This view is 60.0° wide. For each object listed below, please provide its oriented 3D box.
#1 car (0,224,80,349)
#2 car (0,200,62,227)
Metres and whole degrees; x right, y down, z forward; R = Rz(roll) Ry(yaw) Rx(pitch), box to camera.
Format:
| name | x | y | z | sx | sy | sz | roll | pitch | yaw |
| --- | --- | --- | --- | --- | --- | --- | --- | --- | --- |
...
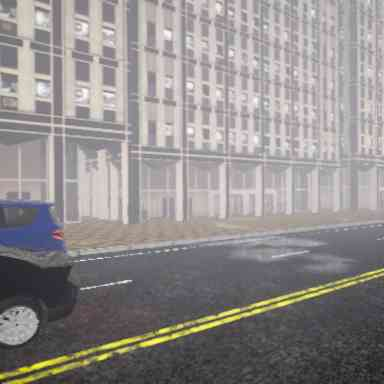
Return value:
| name | x | y | z | sx | sy | sz | roll | pitch | yaw |
| --- | --- | --- | --- | --- | --- | --- | --- | --- | --- |
| car | -4.210 | 1.484 | 4.685 | 5.008 | 1.535 | 1.882 | 0 | 0 | -35 |
| car | -5.774 | 1.230 | 7.560 | 5.566 | 2.045 | 2.150 | 0 | 0 | -35 |
